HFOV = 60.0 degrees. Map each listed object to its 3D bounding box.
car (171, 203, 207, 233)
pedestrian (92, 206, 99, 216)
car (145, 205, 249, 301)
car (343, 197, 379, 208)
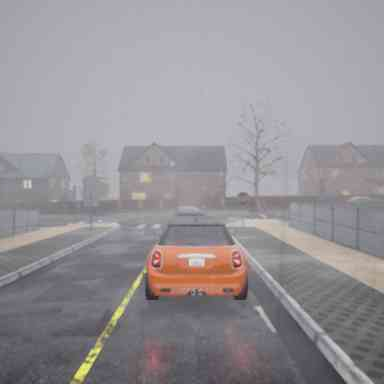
[{"bbox_3d":[-0.304,1.576,21.457,1.882,1.535,5.008,0,0,-5],"label":"car"},{"bbox_3d":[-9.656,1.408,33.048,0.375,1.860,0.375,0,2,0],"label":"pedestrian"},{"bbox_3d":[0.090,1.387,8.559,2.097,1.767,4.553,0,0,0],"label":"car"},{"bbox_3d":[14.911,1.195,30.180,5.008,1.535,1.882,-1,1,0],"label":"car"}]
